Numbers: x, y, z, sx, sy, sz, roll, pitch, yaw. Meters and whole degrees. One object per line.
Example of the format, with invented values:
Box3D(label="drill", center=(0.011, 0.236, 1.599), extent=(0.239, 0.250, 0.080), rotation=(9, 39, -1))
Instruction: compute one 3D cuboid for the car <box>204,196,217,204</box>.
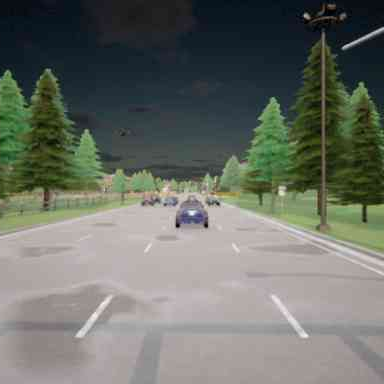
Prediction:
Box3D(label="car", center=(3.488, 1.517, 63.316), extent=(2.033, 1.411, 5.357), rotation=(0, 0, 0))

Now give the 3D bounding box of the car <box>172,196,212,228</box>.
Box3D(label="car", center=(-0.004, 1.342, 22.252), extent=(2.097, 1.767, 4.553), rotation=(0, 0, 0))

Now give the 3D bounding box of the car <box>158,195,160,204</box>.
Box3D(label="car", center=(-7.012, 1.322, 63.284), extent=(2.097, 1.767, 4.553), rotation=(0, 0, 0))

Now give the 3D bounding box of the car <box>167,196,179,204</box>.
Box3D(label="car", center=(-3.512, 1.517, 63.315), extent=(2.033, 1.411, 5.357), rotation=(0, 0, 0))

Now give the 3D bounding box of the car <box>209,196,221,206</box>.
Box3D(label="car", center=(3.490, 1.575, 53.343), extent=(1.895, 1.301, 4.718), rotation=(0, 0, 0))

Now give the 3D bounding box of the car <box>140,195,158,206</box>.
Box3D(label="car", center=(-7.010, 1.501, 53.311), extent=(1.812, 1.442, 4.674), rotation=(0, 0, 0))

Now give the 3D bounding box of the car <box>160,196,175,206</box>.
Box3D(label="car", center=(-3.510, 1.522, 52.895), extent=(2.033, 1.411, 5.357), rotation=(0, 0, 0))

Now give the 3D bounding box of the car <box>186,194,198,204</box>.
Box3D(label="car", center=(-0.012, 1.322, 63.285), extent=(2.097, 1.767, 4.553), rotation=(0, 0, 0))
